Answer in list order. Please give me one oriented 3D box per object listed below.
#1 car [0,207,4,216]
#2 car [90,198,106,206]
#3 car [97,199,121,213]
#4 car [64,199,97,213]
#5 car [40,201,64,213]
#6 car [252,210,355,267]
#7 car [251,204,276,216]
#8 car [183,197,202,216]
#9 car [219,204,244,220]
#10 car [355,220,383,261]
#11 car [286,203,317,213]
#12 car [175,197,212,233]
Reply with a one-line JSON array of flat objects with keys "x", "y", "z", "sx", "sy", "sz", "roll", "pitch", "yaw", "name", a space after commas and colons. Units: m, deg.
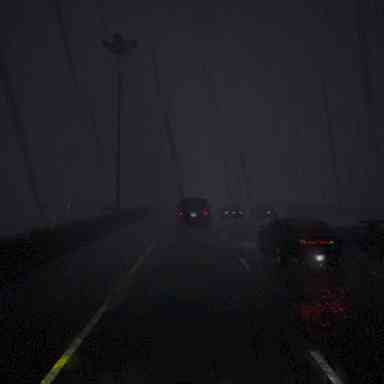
[{"x": -21.115, "y": 1.893, "z": 33.946, "sx": 1.994, "sy": 1.385, "sz": 4.181, "roll": 0, "pitch": -1, "yaw": 0, "name": "car"}, {"x": -21.049, "y": 2.213, "z": 74.658, "sx": 2.128, "sy": 1.511, "sz": 4.902, "roll": 0, "pitch": -1, "yaw": 0, "name": "car"}, {"x": -10.615, "y": 1.896, "z": 43.493, "sx": 1.882, "sy": 1.535, "sz": 5.008, "roll": 0, "pitch": 0, "yaw": 0, "name": "car"}, {"x": -14.111, "y": 1.760, "z": 42.339, "sx": 2.097, "sy": 1.767, "sz": 4.553, "roll": 0, "pitch": 0, "yaw": 0, "name": "car"}, {"x": -17.612, "y": 1.915, "z": 42.478, "sx": 1.837, "sy": 1.490, "sz": 4.892, "roll": 0, "pitch": -1, "yaw": 0, "name": "car"}, {"x": 3.592, "y": 1.618, "z": 11.784, "sx": 1.837, "sy": 1.490, "sz": 4.892, "roll": 0, "pitch": 0, "yaw": 0, "name": "car"}, {"x": 7.079, "y": 1.876, "z": 32.638, "sx": 1.994, "sy": 1.385, "sz": 4.181, "roll": 0, "pitch": -1, "yaw": 0, "name": "car"}, {"x": 0.073, "y": 1.604, "z": 39.647, "sx": 2.150, "sy": 2.045, "sz": 5.566, "roll": 0, "pitch": 0, "yaw": 0, "name": "car"}, {"x": 3.580, "y": 1.844, "z": 30.963, "sx": 2.033, "sy": 1.411, "sz": 5.357, "roll": 0, "pitch": -1, "yaw": 0, "name": "car"}, {"x": 7.092, "y": 1.722, "z": 12.690, "sx": 1.895, "sy": 1.301, "sz": 4.718, "roll": 0, "pitch": -1, "yaw": 0, "name": "car"}, {"x": 10.579, "y": 1.815, "z": 32.431, "sx": 1.837, "sy": 1.490, "sz": 4.892, "roll": 0, "pitch": 0, "yaw": 0, "name": "car"}, {"x": 0.086, "y": 1.421, "z": 21.166, "sx": 2.150, "sy": 2.045, "sz": 5.566, "roll": 0, "pitch": -1, "yaw": 0, "name": "car"}]
